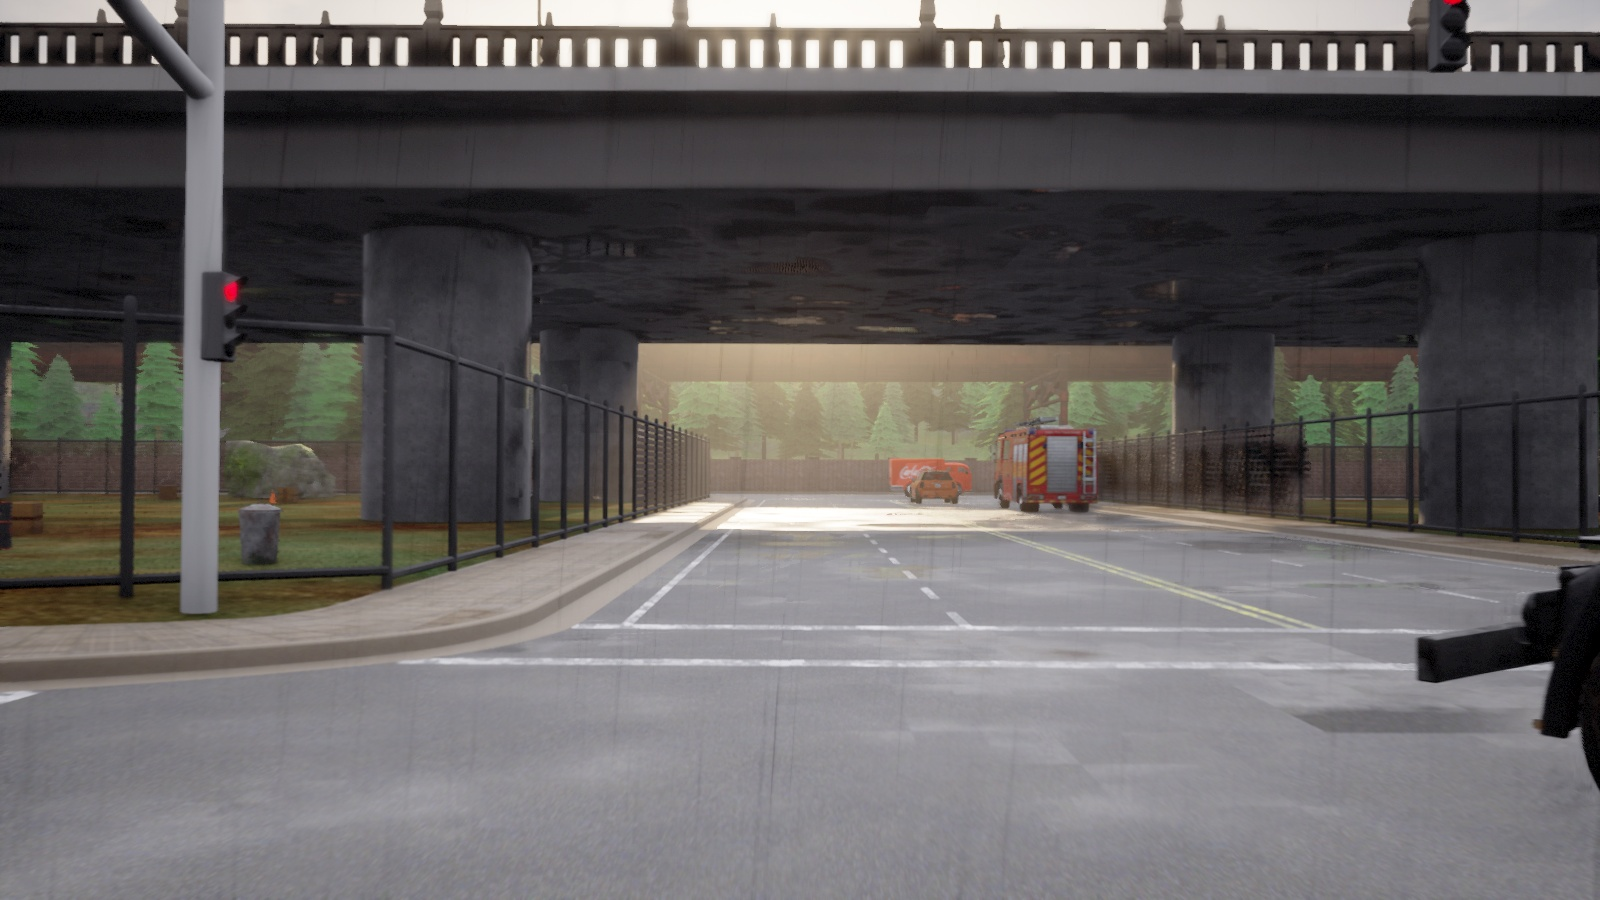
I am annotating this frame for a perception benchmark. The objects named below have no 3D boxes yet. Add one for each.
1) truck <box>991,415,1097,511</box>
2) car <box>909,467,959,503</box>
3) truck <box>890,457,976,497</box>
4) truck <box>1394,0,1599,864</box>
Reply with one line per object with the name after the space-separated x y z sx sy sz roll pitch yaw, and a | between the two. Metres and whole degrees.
10.370 0.580 54.209 2.891 3.827 8.468 0 -1 0 | truck
6.850 1.795 64.591 2.097 1.767 4.553 0 -1 0 | car
8.389 1.709 79.843 5.204 2.467 2.627 0 -1 1 | truck
6.209 -0.137 3.297 2.891 3.462 7.936 0 -1 -37 | truck
